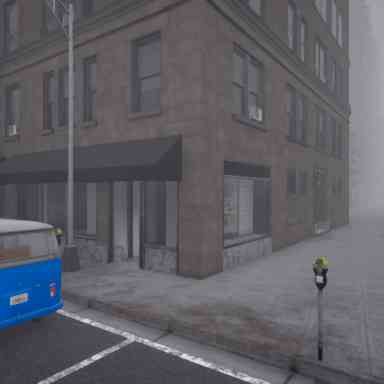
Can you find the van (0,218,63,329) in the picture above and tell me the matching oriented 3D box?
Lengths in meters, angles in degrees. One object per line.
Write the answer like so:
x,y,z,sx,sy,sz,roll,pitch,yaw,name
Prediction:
-4.055,1.340,5.973,3.998,1.788,1.690,0,0,36,van
